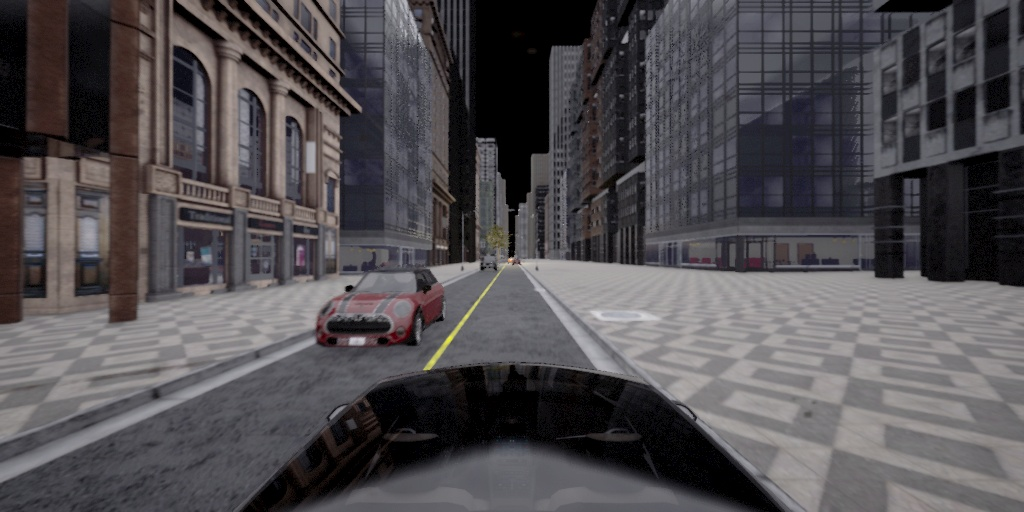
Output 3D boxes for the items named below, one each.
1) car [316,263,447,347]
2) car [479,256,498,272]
[{"bbox_3d":[-3.090,1.109,9.398,2.097,1.767,4.553,0,0,0],"label":"car"},{"bbox_3d":[-3.074,1.003,48.039,2.150,2.045,5.566,0,0,0],"label":"car"}]
